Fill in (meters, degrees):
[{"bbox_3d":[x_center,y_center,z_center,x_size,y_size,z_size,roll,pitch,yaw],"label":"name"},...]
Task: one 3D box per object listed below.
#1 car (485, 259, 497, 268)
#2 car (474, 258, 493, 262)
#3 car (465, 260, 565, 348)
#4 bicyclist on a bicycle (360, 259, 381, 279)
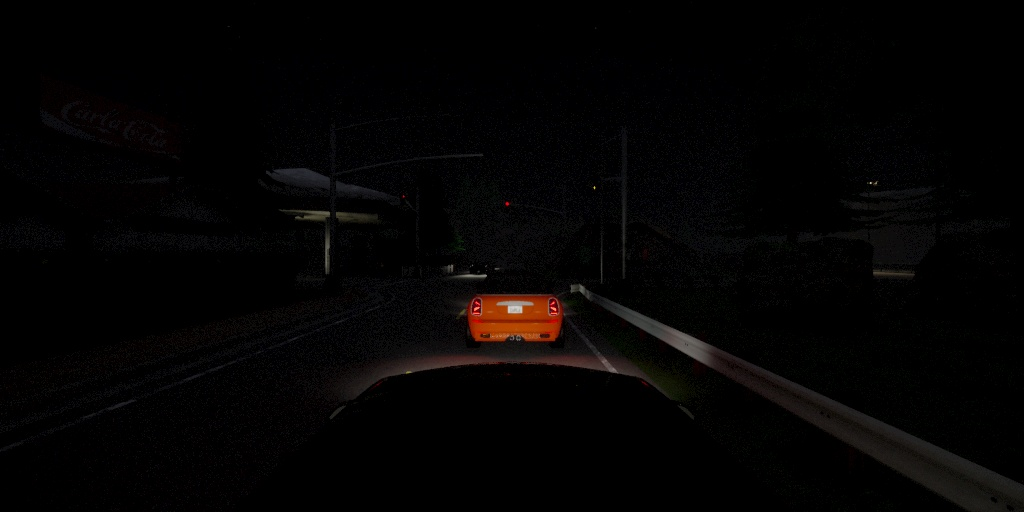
[{"bbox_3d":[-3.545,1.276,60.777,1.812,1.442,4.674,0,0,0],"label":"car"},{"bbox_3d":[-3.575,1.102,40.648,2.097,1.767,4.553,0,0,0],"label":"car"},{"bbox_3d":[0.078,1.102,9.384,2.097,1.767,4.553,0,0,0],"label":"car"},{"bbox_3d":[-11.758,1.097,29.870,1.656,1.620,0.582,1,-3,-19],"label":"bicyclist on a bicycle"}]
